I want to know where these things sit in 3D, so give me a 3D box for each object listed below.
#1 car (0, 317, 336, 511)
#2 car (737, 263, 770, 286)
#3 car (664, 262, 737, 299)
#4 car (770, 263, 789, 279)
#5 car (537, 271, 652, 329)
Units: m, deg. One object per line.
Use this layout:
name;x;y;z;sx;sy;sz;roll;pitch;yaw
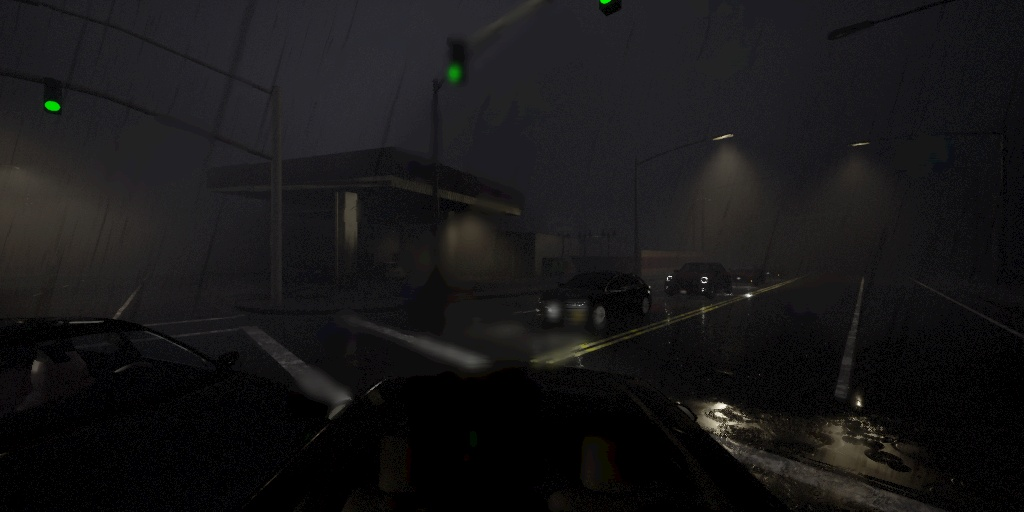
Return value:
car;-3.435;1.242;2.455;4.902;1.511;2.128;0;0;15
car;16.495;1.314;25.349;1.994;1.385;4.181;0;0;44
car;9.610;1.102;18.397;2.097;1.767;4.553;0;0;45
car;23.586;1.314;32.446;4.181;1.385;1.994;0;0;-45
car;2.812;1.255;11.510;1.837;1.490;4.892;0;0;44
